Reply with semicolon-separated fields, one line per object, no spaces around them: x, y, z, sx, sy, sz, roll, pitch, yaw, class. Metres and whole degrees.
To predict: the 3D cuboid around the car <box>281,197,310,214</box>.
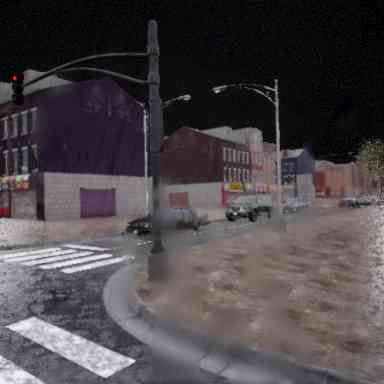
10.769;1.372;35.000;2.097;1.767;4.553;-2;-1;36;car

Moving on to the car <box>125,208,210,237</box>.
-1.151;1.579;18.465;2.033;1.411;5.357;-2;-1;39;car

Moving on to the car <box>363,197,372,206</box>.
26.624;1.466;51.911;1.994;1.385;4.181;-2;-1;36;car

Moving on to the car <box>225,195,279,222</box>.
4.782;1.248;26.748;2.150;2.045;5.566;-2;-1;36;car

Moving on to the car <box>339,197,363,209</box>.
20.685;1.391;43.695;1.882;1.535;5.008;-2;-1;36;car
